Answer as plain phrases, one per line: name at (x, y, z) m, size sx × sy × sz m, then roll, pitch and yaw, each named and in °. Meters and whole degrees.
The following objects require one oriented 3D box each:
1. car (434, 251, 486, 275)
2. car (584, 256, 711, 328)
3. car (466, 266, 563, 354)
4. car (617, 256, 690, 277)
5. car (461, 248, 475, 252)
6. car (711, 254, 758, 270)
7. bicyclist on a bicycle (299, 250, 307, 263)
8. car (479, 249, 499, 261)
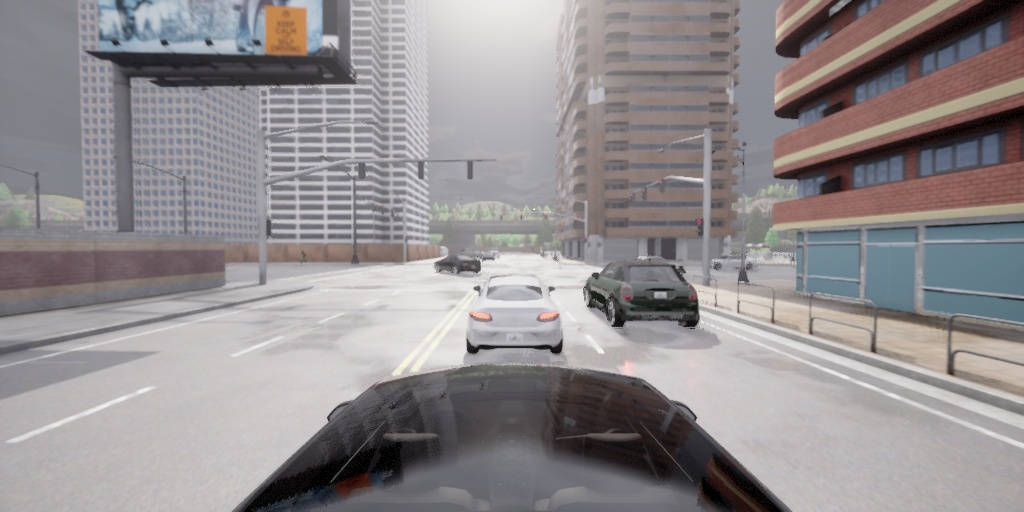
car at (-4.443, 0.623, 28.724) m, size 1.882 × 1.535 × 5.008 m, roll 0°, pitch 1°, yaw -39°
car at (3.560, 0.900, 10.701) m, size 2.097 × 1.767 × 4.553 m, roll 0°, pitch 1°, yaw 0°
car at (0.054, 1.130, 8.228) m, size 1.812 × 1.442 × 4.674 m, roll 0°, pitch 1°, yaw 0°
car at (10.183, 0.733, 25.863) m, size 4.674 × 1.442 × 1.812 m, roll 0°, pitch 0°, yaw -12°
car at (-7.130, -0.269, 57.122) m, size 2.150 × 2.045 × 5.566 m, roll 0°, pitch 1°, yaw 0°
car at (20.116, 0.567, 33.174) m, size 4.674 × 1.442 × 1.812 m, roll 0°, pitch 1°, yaw 0°
bicyclist on a bicycle at (-25.711, 0.106, 44.140) m, size 0.582 × 1.620 × 1.656 m, roll 0°, pitch 2°, yaw 0°
car at (-3.629, 0.055, 57.191) m, size 2.033 × 1.411 × 5.357 m, roll 0°, pitch 1°, yaw 0°
